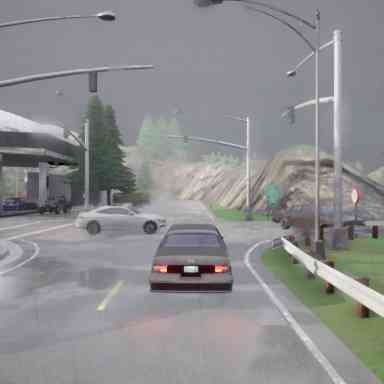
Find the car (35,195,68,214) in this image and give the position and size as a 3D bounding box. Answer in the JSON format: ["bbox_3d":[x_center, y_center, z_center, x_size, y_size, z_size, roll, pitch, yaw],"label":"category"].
[{"bbox_3d":[-14.600,1.313,35.292,1.905,1.878,3.866,0,0,-1],"label":"car"}]

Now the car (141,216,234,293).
[{"bbox_3d":[0.032,1.547,8.978,2.033,1.411,5.357,0,0,1],"label":"car"}]

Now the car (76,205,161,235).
[{"bbox_3d":[-3.646,1.415,17.461,4.674,1.442,1.812,0,0,-1],"label":"car"}]

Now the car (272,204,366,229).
[{"bbox_3d":[6.439,1.359,17.611,2.033,1.411,5.357,0,0,-22],"label":"car"}]

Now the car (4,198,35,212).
[{"bbox_3d":[-20.315,1.480,39.558,2.242,1.667,4.611,0,0,-1],"label":"car"}]
